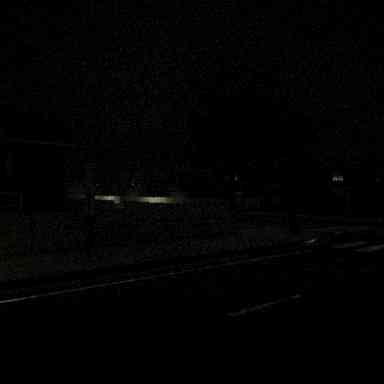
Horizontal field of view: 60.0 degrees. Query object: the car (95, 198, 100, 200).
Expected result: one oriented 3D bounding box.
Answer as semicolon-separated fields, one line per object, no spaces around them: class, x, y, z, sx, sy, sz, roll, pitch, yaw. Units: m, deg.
car;-16.081;1.653;54.216;1.994;1.385;4.181;0;0;-35
